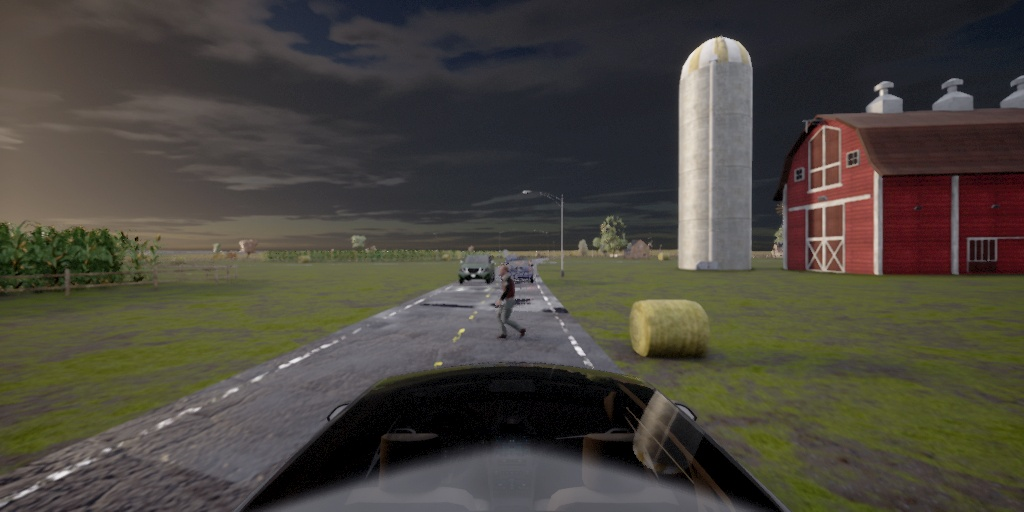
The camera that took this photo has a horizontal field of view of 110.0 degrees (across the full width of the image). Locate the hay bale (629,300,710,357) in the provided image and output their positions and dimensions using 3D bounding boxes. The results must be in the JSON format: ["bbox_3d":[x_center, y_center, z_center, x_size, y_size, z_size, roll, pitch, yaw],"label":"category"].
[{"bbox_3d":[3.157,1.389,7.335,1.220,1.180,1.240,0,0,1],"label":"hay bale"}]

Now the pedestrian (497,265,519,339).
[{"bbox_3d":[-0.099,1.022,8.484,0.375,1.860,0.375,0,1,-2],"label":"pedestrian"}]

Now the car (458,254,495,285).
[{"bbox_3d":[-2.412,0.890,25.803,2.150,2.045,5.566,0,0,2],"label":"car"}]

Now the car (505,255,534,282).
[{"bbox_3d":[0.584,1.015,27.490,2.097,1.767,4.553,0,0,2],"label":"car"}]
